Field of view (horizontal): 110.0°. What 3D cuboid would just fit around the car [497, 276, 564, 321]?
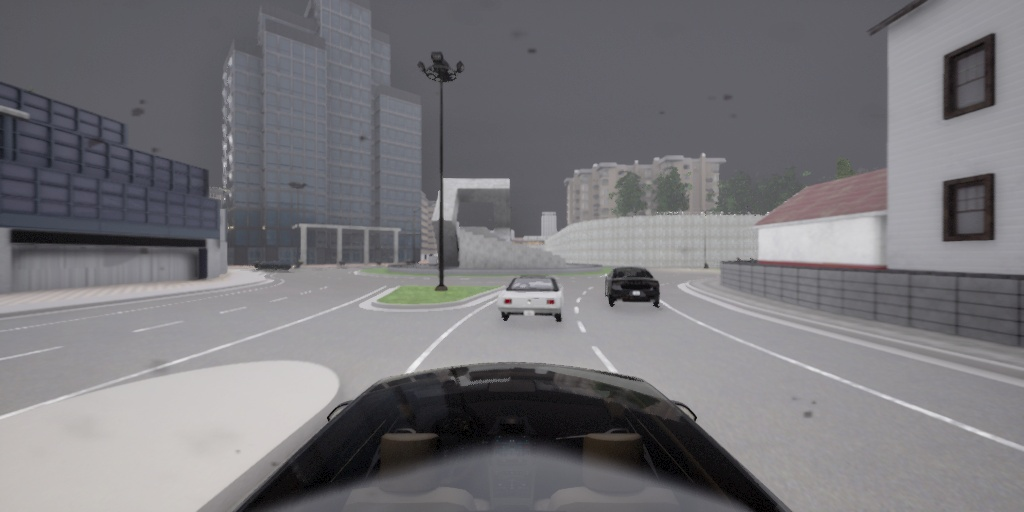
[{"bbox_3d":[0.827,1.319,12.343,1.895,1.301,4.718,0,0,9],"label":"car"}]

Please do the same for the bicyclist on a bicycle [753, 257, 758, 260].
[{"bbox_3d":[23.549,0.951,35.116,0.582,1.620,1.656,0,0,-32],"label":"bicyclist on a bicycle"}]

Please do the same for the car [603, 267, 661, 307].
[{"bbox_3d":[5.037,1.186,15.420,1.882,1.535,5.008,0,0,12],"label":"car"}]

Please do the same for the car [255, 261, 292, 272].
[{"bbox_3d":[-29.694,1.223,44.670,4.718,1.301,1.895,0,0,24],"label":"car"}]

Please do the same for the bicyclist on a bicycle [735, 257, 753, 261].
[{"bbox_3d":[20.235,0.959,31.989,1.656,1.620,0.582,0,0,11],"label":"bicyclist on a bicycle"}]
